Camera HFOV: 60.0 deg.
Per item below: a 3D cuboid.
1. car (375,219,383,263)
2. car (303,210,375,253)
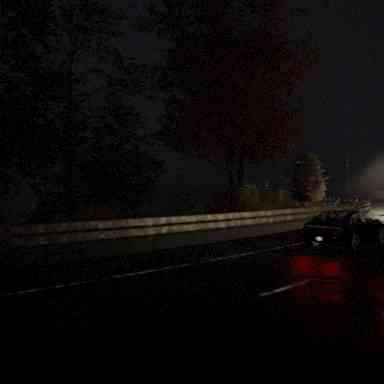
[{"bbox_3d":[7.839,1.370,10.532,4.553,1.767,2.097,0,0,-42],"label":"car"},{"bbox_3d":[6.529,1.523,14.050,4.902,1.511,2.128,0,0,-43],"label":"car"}]
